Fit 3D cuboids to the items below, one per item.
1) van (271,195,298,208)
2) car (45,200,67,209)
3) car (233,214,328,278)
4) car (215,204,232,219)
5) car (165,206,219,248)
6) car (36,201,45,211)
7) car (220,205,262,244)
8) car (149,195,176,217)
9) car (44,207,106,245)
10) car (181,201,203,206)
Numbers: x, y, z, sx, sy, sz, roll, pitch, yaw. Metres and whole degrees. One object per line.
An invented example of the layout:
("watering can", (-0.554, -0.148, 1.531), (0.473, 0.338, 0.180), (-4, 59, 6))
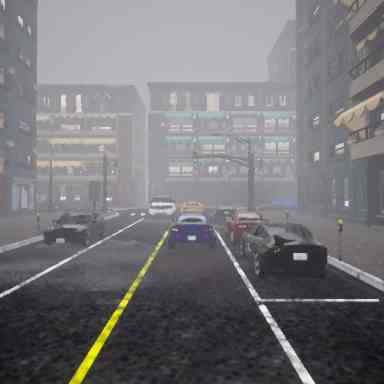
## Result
("van", (13.082, 1.338, 46.251), (3.998, 1.788, 1.690), (0, 0, 0))
("car", (-19.702, 1.757, 46.204), (4.403, 1.369, 2.008), (0, 0, 0))
("car", (2.574, 1.568, 9.984), (1.947, 1.339, 4.313), (1, 0, 0))
("car", (2.573, 1.586, 26.676), (1.947, 1.339, 4.313), (1, 0, 0))
("car", (0.000, 1.540, 14.651), (1.812, 1.442, 4.674), (0, 0, 0))
("car", (-19.659, 1.548, 38.066), (4.097, 1.590, 1.967), (0, 0, 0))
("car", (2.573, 1.552, 15.549), (1.887, 1.381, 4.507), (1, 0, 0))
("car", (-2.750, 1.355, 31.894), (2.150, 2.045, 5.566), (0, 0, 0))
("car", (-5.274, 1.573, 15.524), (1.947, 1.339, 4.313), (1, 0, 0))
("car", (0.000, 1.510, 29.652), (1.882, 1.535, 5.008), (0, 0, 0))
